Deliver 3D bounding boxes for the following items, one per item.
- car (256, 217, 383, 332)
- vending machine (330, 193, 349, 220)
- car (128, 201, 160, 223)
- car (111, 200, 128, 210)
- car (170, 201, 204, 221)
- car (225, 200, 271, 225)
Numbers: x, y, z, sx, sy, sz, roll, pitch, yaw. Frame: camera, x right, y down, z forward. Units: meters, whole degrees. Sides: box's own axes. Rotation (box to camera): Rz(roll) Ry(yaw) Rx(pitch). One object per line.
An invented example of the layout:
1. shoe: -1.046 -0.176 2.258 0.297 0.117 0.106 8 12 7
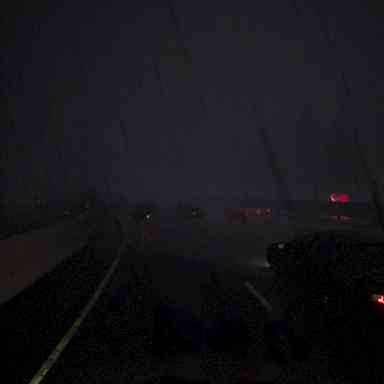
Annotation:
1. car: 3.189 1.536 7.170 2.033 1.411 5.357 0 0 -5
2. vending machine: 11.643 1.153 26.299 1.100 2.100 0.880 0 0 -14
3. car: -3.684 1.503 25.827 1.837 1.490 4.892 0 0 -15
4. car: -9.162 1.607 42.083 1.895 1.301 4.718 0 0 -20
5. car: -0.502 1.467 27.512 1.882 1.535 5.008 0 0 -15
6. car: 3.940 1.331 24.228 2.097 1.767 4.553 0 0 -13
